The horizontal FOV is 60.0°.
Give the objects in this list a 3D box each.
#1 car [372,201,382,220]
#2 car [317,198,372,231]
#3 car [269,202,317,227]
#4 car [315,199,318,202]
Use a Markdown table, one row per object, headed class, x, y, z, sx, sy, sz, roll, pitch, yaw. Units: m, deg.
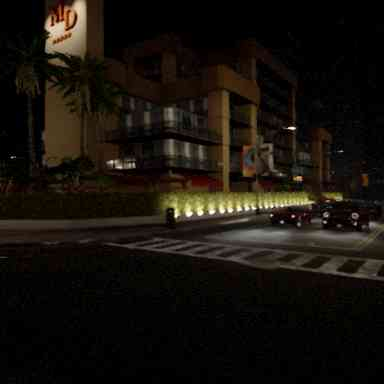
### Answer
| class | x | y | z | sx | sy | sz | roll | pitch | yaw |
| --- | --- | --- | --- | --- | --- | --- | --- | --- | --- |
| car | 15.021 | 1.506 | 28.532 | 2.128 | 1.511 | 4.902 | 0 | 0 | 35 |
| car | 9.772 | 1.367 | 21.051 | 2.097 | 1.767 | 4.553 | 0 | 0 | 35 |
| car | 7.067 | 1.632 | 23.292 | 1.895 | 1.301 | 4.718 | 0 | 0 | 35 |
| car | 12.183 | 1.382 | 30.580 | 2.097 | 1.767 | 4.553 | 0 | 0 | 35 |
